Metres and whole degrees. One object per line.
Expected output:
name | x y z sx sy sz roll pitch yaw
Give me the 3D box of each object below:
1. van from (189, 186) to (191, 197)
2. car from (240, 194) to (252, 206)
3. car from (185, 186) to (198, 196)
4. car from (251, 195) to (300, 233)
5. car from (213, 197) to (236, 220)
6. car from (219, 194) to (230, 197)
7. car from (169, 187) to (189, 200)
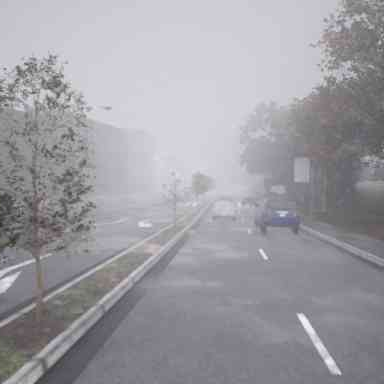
van | -1.932 0.199 63.193 1.878 1.987 4.442 1 2 6
car | 7.715 1.096 45.719 1.837 1.490 4.892 1 2 6
car | -0.150 -0.307 79.818 2.435 2.045 5.566 1 2 6
car | 5.197 1.352 20.796 2.150 2.045 5.566 1 0 6
car | 2.774 1.524 28.470 1.812 1.442 4.674 1 2 6
car | 4.371 1.077 44.194 2.128 1.511 4.902 1 2 6
car | -2.511 0.325 57.767 2.435 2.045 5.566 1 2 6
